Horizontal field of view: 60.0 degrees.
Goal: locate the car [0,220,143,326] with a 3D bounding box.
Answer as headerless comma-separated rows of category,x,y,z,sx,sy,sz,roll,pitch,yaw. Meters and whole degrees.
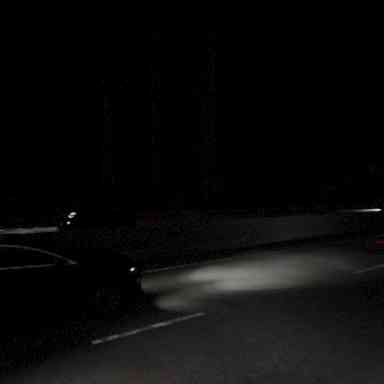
car,-3.252,1.492,5.726,4.902,1.511,2.128,0,0,-36

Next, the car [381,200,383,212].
car,23.982,1.646,38.747,4.181,1.385,1.994,0,0,-40

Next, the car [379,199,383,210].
car,19.148,1.530,30.622,5.008,1.535,1.882,0,0,-36

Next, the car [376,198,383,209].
car,28.089,1.614,47.212,2.128,1.511,4.902,0,0,45

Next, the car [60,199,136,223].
car,-5.967,1.357,21.233,4.553,1.767,2.097,0,0,-35
